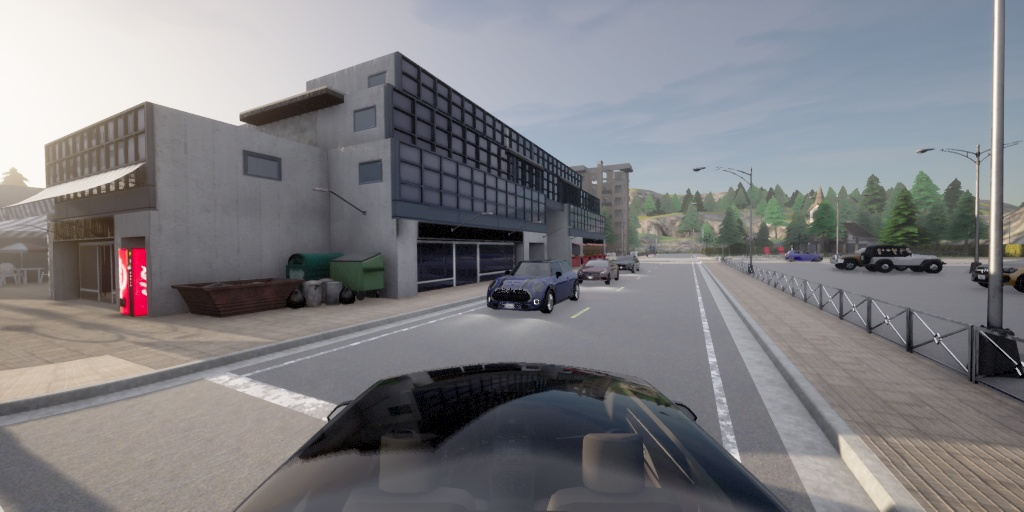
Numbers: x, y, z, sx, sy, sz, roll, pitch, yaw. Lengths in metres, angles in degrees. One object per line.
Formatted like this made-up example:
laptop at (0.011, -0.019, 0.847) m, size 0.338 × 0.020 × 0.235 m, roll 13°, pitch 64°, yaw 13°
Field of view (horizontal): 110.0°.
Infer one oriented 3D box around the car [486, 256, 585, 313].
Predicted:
car at (0.915, 0.911, 13.060) m, size 2.097 × 1.767 × 4.553 m, roll 0°, pitch 1°, yaw 26°

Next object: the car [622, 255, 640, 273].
car at (9.965, 0.642, 31.300) m, size 1.837 × 1.490 × 4.892 m, roll 0°, pitch 1°, yaw 27°

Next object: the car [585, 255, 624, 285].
car at (5.398, 0.875, 22.113) m, size 1.812 × 1.442 × 4.674 m, roll 0°, pitch 1°, yaw 26°
